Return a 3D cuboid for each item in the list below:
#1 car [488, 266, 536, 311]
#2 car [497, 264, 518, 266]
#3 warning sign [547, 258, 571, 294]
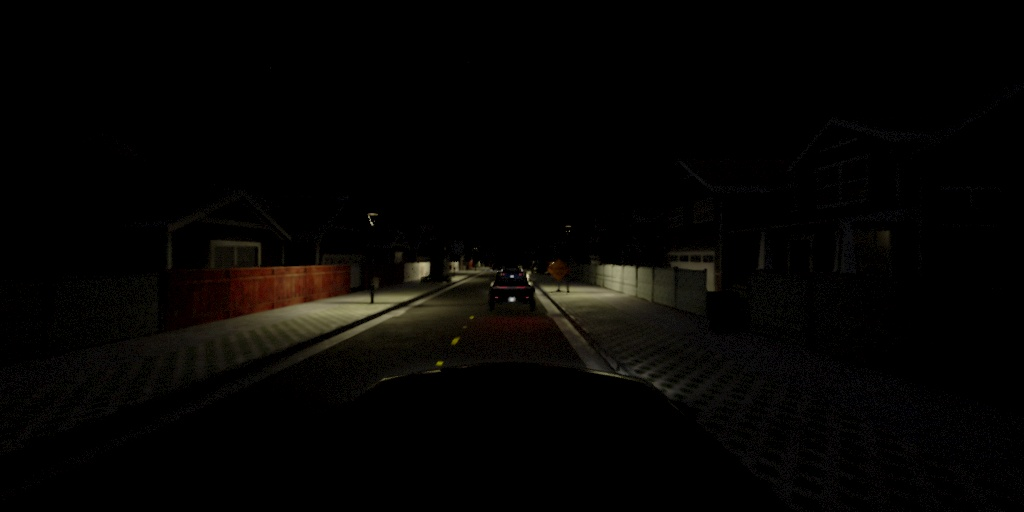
[{"bbox_3d":[0.009,1.379,15.358,2.128,1.511,4.902,0,0,0],"label":"car"},{"bbox_3d":[0.001,1.605,30.339,1.994,1.385,4.181,0,-1,1],"label":"car"},{"bbox_3d":[2.508,1.041,19.269,1.300,1.860,1.060,0,0,0],"label":"warning sign"}]
